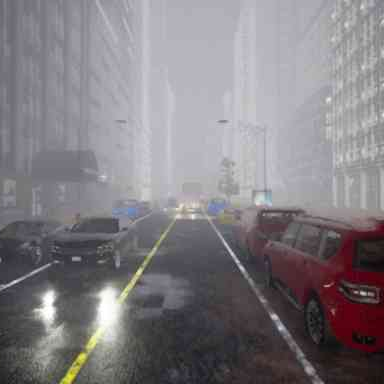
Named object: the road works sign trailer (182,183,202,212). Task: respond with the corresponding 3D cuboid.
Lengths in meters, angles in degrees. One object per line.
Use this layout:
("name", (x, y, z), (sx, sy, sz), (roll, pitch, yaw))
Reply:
("road works sign trailer", (0.019, 0.655, 41.220), (2.380, 3.560, 2.880), (0, 0, 0))

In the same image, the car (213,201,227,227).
("car", (2.694, 1.633, 23.355), (1.752, 1.417, 4.829), (0, 0, 0))

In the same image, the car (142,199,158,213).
("car", (-5.690, 1.752, 40.272), (1.947, 1.339, 4.313), (0, 0, 0))

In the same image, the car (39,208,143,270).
("car", (-3.102, 1.531, 11.422), (1.882, 1.535, 5.008), (0, 0, 0))

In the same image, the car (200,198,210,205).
("car", (2.688, 1.872, 68.696), (2.008, 1.369, 4.403), (0, 0, 0))

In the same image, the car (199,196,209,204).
("car", (2.687, 1.789, 74.385), (1.967, 1.590, 4.097), (0, 0, 0))

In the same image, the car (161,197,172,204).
("car", (-5.694, 1.900, 74.406), (2.008, 1.369, 4.403), (0, 0, 0))

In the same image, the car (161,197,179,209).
("car", (-3.079, 1.588, 50.889), (2.097, 1.767, 4.553), (0, 0, 0))

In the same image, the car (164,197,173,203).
("car", (-5.694, 1.922, 80.095), (1.887, 1.381, 4.507), (0, 0, 0))

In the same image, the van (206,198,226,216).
("van", (2.694, 1.501, 34.564), (1.690, 1.788, 3.998), (0, 0, 0))

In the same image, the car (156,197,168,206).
("car", (-5.691, 1.734, 63.029), (1.967, 1.590, 4.097), (0, 0, 0))

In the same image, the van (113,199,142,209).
("van", (-5.686, 1.474, 28.894), (1.690, 1.788, 3.998), (0, 0, 0))

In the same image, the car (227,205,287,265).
("car", (2.697, 1.370, 11.809), (2.192, 1.841, 5.009), (0, 0, 0))

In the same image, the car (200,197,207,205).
("car", (2.690, 1.791, 51.630), (2.008, 1.369, 4.403), (0, 0, 0))

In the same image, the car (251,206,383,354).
("car", (2.697, 1.344, 6.120), (2.192, 1.841, 5.009), (0, 0, 0))

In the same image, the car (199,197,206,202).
("car", (2.685, 1.986, 85.763), (1.802, 1.307, 4.206), (0, 0, 0))

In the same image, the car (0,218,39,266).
("car", (-5.686, 1.621, 11.826), (1.947, 1.339, 4.313), (0, 0, 0))

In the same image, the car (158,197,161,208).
("car", (-5.691, 1.791, 51.650), (2.008, 1.369, 4.403), (0, 0, 0))

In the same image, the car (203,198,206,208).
("car", (2.691, 1.737, 40.252), (2.008, 1.369, 4.403), (0, 0, 0))
